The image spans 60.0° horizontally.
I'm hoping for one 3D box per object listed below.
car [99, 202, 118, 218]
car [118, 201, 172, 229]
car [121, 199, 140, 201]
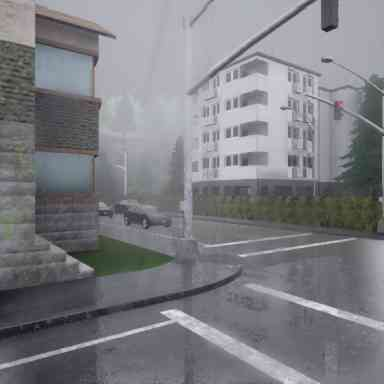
[{"bbox_3d":[-9.216,1.654,31.964,1.882,1.535,5.008,0,0,-35],"label":"car"},{"bbox_3d":[-3.218,1.681,23.526,1.837,1.490,4.892,0,0,-35],"label":"car"},{"bbox_3d":[-6.673,1.529,34.724,2.097,1.767,4.553,0,0,-35],"label":"car"}]
